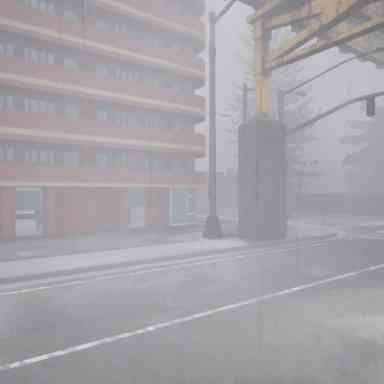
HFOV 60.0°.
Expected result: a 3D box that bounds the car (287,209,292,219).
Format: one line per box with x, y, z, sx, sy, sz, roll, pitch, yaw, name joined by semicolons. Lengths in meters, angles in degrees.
6.303;1.542;28.505;1.812;1.442;4.674;0;0;-36;car
